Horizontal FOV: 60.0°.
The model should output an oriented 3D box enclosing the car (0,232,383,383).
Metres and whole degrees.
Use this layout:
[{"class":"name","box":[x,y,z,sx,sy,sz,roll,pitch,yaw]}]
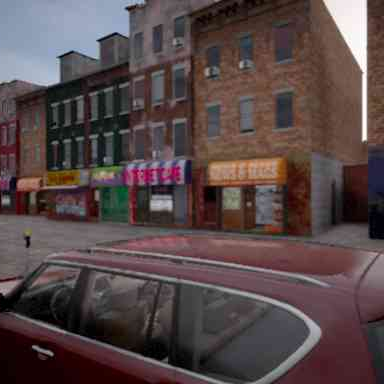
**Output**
[{"class":"car","box":[-0.446,1.338,3.123,5.009,1.841,2.192,-1,0,35]}]
